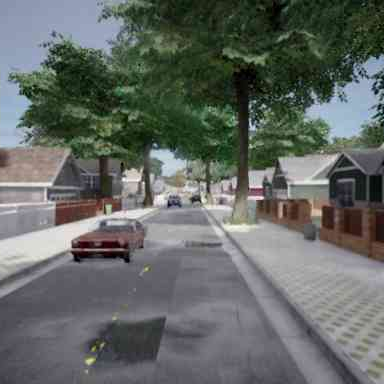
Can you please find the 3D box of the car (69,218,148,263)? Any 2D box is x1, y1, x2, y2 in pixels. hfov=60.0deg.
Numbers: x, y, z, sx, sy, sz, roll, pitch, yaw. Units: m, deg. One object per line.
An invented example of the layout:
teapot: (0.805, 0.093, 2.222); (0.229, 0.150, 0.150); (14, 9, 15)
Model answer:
car: (-2.849, 1.657, 12.298); (1.895, 1.301, 4.718); (0, 0, 0)

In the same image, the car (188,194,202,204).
car: (0.881, 1.443, 70.264); (2.150, 2.045, 5.566); (-5, 0, 0)

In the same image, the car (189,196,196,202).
car: (0.008, 1.781, 89.100); (1.837, 1.490, 4.892); (0, 0, 0)

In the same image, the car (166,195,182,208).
car: (-2.813, 1.449, 52.671); (2.150, 2.045, 5.566); (0, 0, 0)
